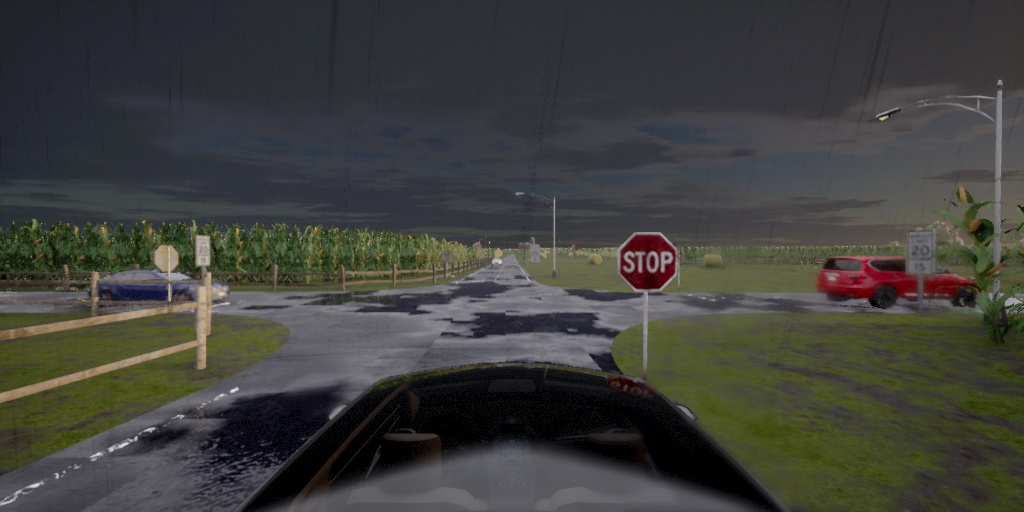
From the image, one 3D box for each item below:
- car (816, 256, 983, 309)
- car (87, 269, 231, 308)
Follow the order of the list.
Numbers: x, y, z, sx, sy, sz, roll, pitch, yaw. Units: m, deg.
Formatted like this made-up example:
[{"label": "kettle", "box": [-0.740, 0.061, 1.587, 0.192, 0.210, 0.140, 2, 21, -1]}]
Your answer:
[{"label": "car", "box": [15.852, 1.032, 14.819, 5.566, 2.045, 2.150, 0, 1, -1]}, {"label": "car", "box": [-13.979, 1.245, 14.321, 4.674, 1.442, 1.812, 0, 1, -1]}]
